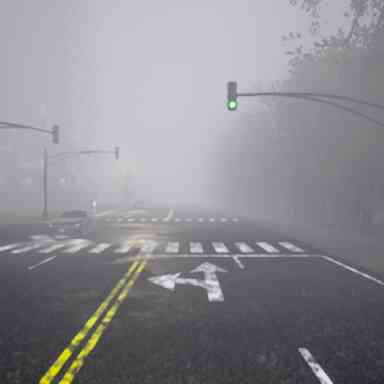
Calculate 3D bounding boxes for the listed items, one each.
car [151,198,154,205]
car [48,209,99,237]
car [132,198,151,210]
[{"bbox_3d":[-9.674,2.115,75.773,1.812,1.442,4.674,0,-1,-5],"label":"car"},{"bbox_3d":[-6.744,1.745,19.481,1.812,1.442,4.674,0,-1,-1],"label":"car"},{"bbox_3d":[-7.943,1.901,50.536,2.128,1.511,4.902,0,0,-3],"label":"car"}]
